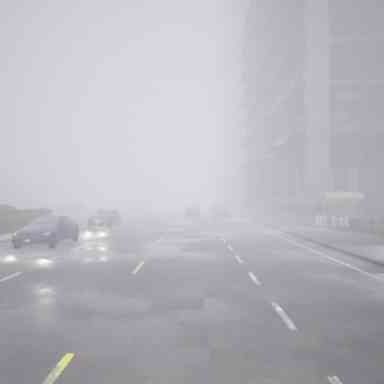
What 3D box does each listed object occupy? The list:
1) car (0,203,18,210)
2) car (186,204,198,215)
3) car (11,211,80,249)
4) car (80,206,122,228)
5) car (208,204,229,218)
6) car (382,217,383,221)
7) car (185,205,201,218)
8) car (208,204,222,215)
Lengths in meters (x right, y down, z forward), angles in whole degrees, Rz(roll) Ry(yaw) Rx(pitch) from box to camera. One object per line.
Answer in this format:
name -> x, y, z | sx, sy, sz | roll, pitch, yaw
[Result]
car -> -28.792, 2.605, 50.253 | 3.806, 1.475, 1.970 | 0, -1, 0
car -> 0.001, 2.662, 51.473 | 1.812, 1.442, 4.674 | 0, -1, 0
car -> -7.091, 1.890, 16.685 | 1.812, 1.442, 4.674 | 0, -1, 1
car -> -7.022, 2.090, 27.113 | 2.128, 1.511, 4.902 | 0, -1, 0
car -> 3.500, 2.445, 41.135 | 2.033, 1.411, 5.357 | 0, -1, 0
car -> 16.580, 1.702, 25.850 | 1.905, 1.878, 3.866 | 0, -1, 0
car -> 0.097, 2.391, 41.607 | 1.882, 1.535, 5.008 | 0, -1, 0
car -> 3.501, 2.607, 51.428 | 1.882, 1.535, 5.008 | 0, -1, 0
